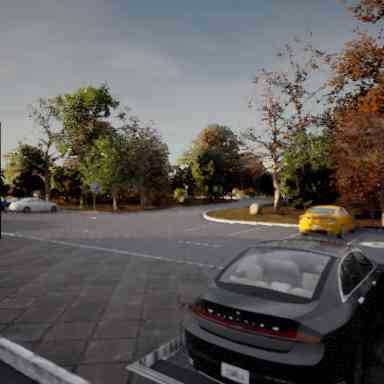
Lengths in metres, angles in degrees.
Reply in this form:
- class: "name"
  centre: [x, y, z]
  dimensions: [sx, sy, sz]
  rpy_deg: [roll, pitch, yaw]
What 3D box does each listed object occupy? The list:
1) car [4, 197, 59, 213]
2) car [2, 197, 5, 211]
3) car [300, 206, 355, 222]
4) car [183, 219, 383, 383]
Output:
- class: "car"
  centre: [-16.008, 1.372, 33.958]
  dimensions: [2.002, 1.452, 4.674]
  rpy_deg: [0, 0, 36]
- class: "car"
  centre: [-18.565, 1.320, 35.795]
  dimensions: [2.097, 1.535, 5.008]
  rpy_deg: [0, 0, 36]
- class: "car"
  centre: [7.167, 1.447, 17.396]
  dimensions: [2.097, 1.535, 5.008]
  rpy_deg: [0, 0, 36]
- class: "car"
  centre: [1.813, 1.467, 5.146]
  dimensions: [2.231, 1.521, 4.892]
  rpy_deg: [1, 0, 36]
